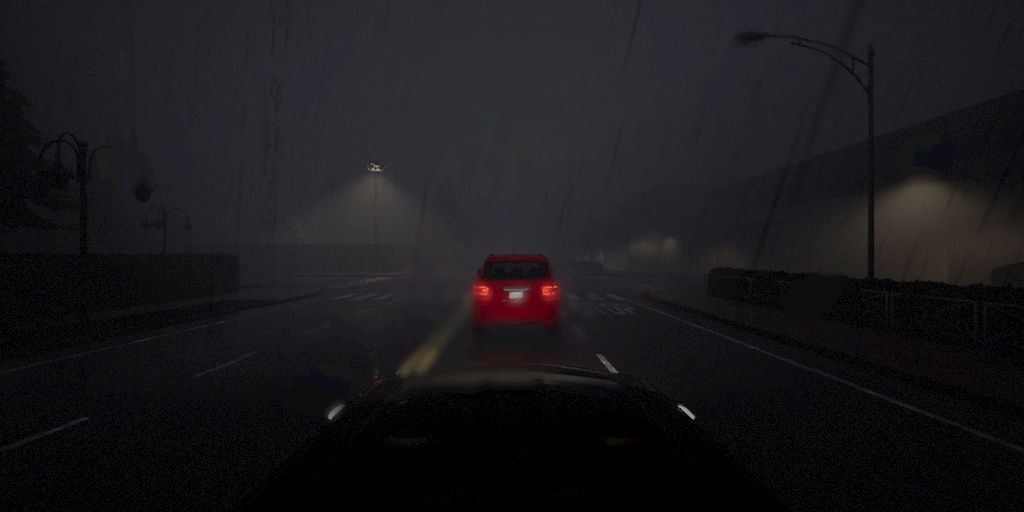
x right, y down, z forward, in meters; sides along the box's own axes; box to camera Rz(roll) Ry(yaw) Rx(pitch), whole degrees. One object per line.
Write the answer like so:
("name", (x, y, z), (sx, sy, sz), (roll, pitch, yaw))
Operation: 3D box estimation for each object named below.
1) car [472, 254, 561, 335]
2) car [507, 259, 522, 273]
("car", (0.115, 0.971, 10.677), (2.150, 2.045, 5.566), (0, 0, 0))
("car", (0.325, 1.228, 45.534), (1.882, 1.535, 5.008), (0, 0, 1))
